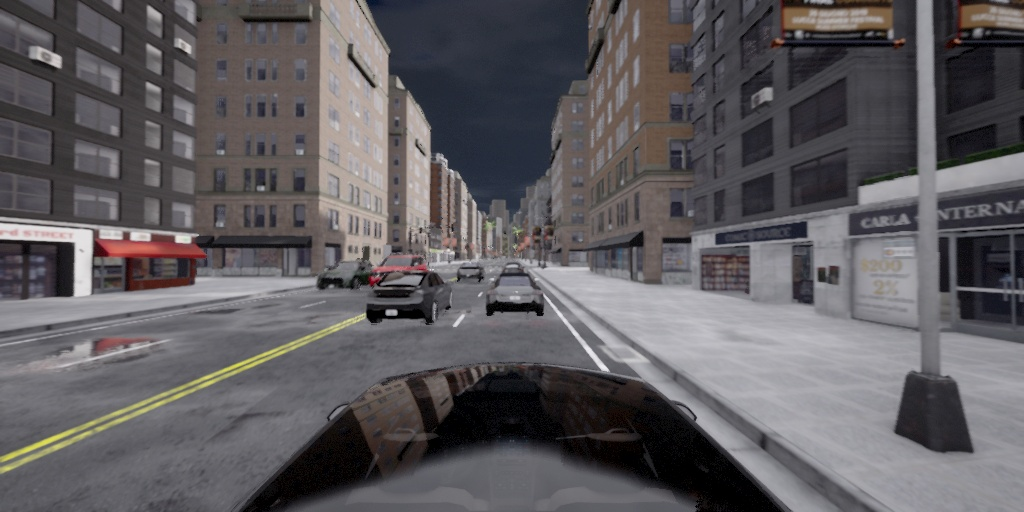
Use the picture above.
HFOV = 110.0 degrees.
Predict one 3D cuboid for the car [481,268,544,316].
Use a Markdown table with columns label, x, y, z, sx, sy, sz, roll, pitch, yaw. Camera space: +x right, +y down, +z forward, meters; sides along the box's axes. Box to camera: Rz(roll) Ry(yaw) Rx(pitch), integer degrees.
| label | x | y | z | sx | sy | sz | roll | pitch | yaw |
| --- | --- | --- | --- | --- | --- | --- | --- | --- | --- |
| car | 0.099 | 1.302 | 13.394 | 1.994 | 1.385 | 4.181 | 0 | 0 | 0 |

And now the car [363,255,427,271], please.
| label | x | y | z | sx | sy | sz | roll | pitch | yaw |
| --- | --- | --- | --- | --- | --- | --- | --- | --- | --- |
| car | -6.597 | 0.946 | 21.520 | 2.150 | 2.045 | 5.566 | 0 | 0 | 0 |

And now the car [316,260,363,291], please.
| label | x | y | z | sx | sy | sz | roll | pitch | yaw |
| --- | --- | --- | --- | --- | --- | --- | --- | --- | --- |
| car | -9.845 | 1.076 | 21.789 | 2.097 | 1.767 | 4.553 | 0 | 0 | 0 |

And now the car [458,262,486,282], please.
| label | x | y | z | sx | sy | sz | roll | pitch | yaw |
| --- | --- | --- | --- | --- | --- | --- | --- | --- | --- |
| car | -3.149 | 1.204 | 28.245 | 2.128 | 1.511 | 4.902 | 0 | 0 | 0 |

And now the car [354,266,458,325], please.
| label | x | y | z | sx | sy | sz | roll | pitch | yaw |
| --- | --- | --- | --- | --- | --- | --- | --- | --- | --- |
| car | -3.154 | 1.244 | 11.818 | 1.837 | 1.490 | 4.892 | 0 | 0 | 0 |

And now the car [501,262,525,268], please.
| label | x | y | z | sx | sy | sz | roll | pitch | yaw |
| --- | --- | --- | --- | --- | --- | --- | --- | --- | --- |
| car | 0.102 | 1.237 | 29.192 | 1.812 | 1.442 | 4.674 | 0 | 0 | 0 |
